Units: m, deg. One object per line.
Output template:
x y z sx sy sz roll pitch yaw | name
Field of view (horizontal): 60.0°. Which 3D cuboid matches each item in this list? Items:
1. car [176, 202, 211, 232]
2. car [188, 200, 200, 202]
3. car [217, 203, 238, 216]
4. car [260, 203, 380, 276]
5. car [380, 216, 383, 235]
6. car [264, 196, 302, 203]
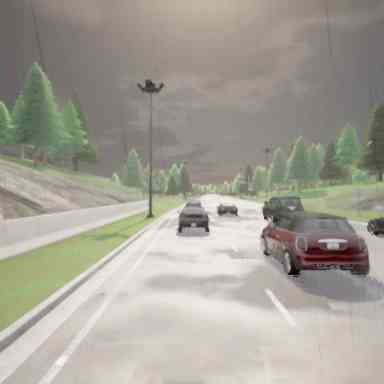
0.098 1.604 20.972 1.837 1.490 4.892 0 0 0 | car
0.251 1.666 39.840 1.882 1.535 5.008 0 0 1 | car
3.645 1.766 34.935 1.895 1.301 4.718 0 0 1 | car
3.601 1.403 10.626 2.097 1.767 4.553 0 0 0 | car
10.597 1.643 16.520 1.994 1.385 4.181 0 0 0 | car
7.097 1.346 26.319 2.150 2.045 5.566 0 0 0 | car
